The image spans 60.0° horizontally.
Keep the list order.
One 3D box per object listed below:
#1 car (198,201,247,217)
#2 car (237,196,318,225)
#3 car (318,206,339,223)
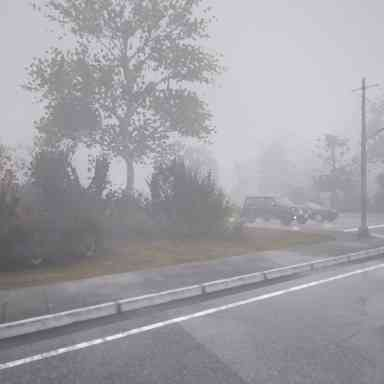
[{"bbox_3d":[3.049,1.705,34.156,1.882,1.535,5.008,0,-1,-43],"label":"car"},{"bbox_3d":[6.201,1.316,25.101,2.150,2.045,5.566,0,-1,-37],"label":"car"},{"bbox_3d":[9.236,1.566,26.845,1.882,1.535,5.008,0,-1,-39],"label":"car"}]
